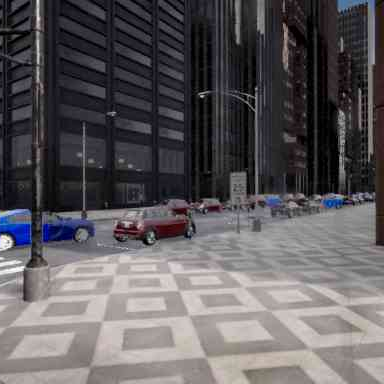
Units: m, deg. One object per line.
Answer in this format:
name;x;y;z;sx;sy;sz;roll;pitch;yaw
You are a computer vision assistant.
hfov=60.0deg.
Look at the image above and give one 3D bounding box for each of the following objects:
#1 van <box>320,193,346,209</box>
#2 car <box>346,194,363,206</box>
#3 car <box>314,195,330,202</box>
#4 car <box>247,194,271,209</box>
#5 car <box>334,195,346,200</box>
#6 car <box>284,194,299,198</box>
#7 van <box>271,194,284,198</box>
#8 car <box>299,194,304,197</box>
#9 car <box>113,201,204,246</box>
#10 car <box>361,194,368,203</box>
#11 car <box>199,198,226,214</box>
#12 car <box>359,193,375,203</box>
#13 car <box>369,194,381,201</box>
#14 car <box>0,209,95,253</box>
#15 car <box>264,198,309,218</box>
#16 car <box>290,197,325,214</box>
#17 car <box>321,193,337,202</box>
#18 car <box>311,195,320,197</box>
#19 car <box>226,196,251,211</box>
van;18.107;1.216;42.576;1.690;1.788;3.998;0;0;36
car;24.658;1.419;51.683;1.947;1.339;4.313;0;0;36
car;27.554;1.406;70.310;2.008;1.369;4.403;0;0;36
car;7.901;1.232;42.987;2.192;1.841;5.009;0;0;36
car;37.380;1.395;83.972;1.947;1.339;4.313;0;0;36
car;14.452;1.210;52.095;2.192;1.841;5.009;0;0;36
van;11.176;1.247;47.540;1.690;1.788;3.998;0;0;36
car;17.727;1.199;56.648;2.192;1.841;5.009;0;0;36
car;-1.543;1.393;15.256;1.967;1.590;4.097;0;0;36
car;27.933;1.409;56.237;1.947;1.339;4.313;0;0;36
car;1.351;1.383;33.879;1.967;1.590;4.097;0;0;36
car;34.484;1.369;65.345;1.887;1.381;4.507;0;0;36
car;41.034;1.247;74.451;1.967;1.590;4.097;0;0;36
car;-6.524;1.452;13.812;1.882;1.535;5.008;0;0;44
car;8.282;1.463;28.916;2.008;1.369;4.403;0;0;36
car;11.558;1.465;33.469;1.947;1.339;4.313;0;0;36
car;30.829;1.161;74.864;2.192;1.841;5.009;0;0;36
car;24.278;1.304;65.756;1.967;1.590;4.097;0;0;36
car;4.626;1.481;38.433;2.008;1.369;4.403;0;0;36
